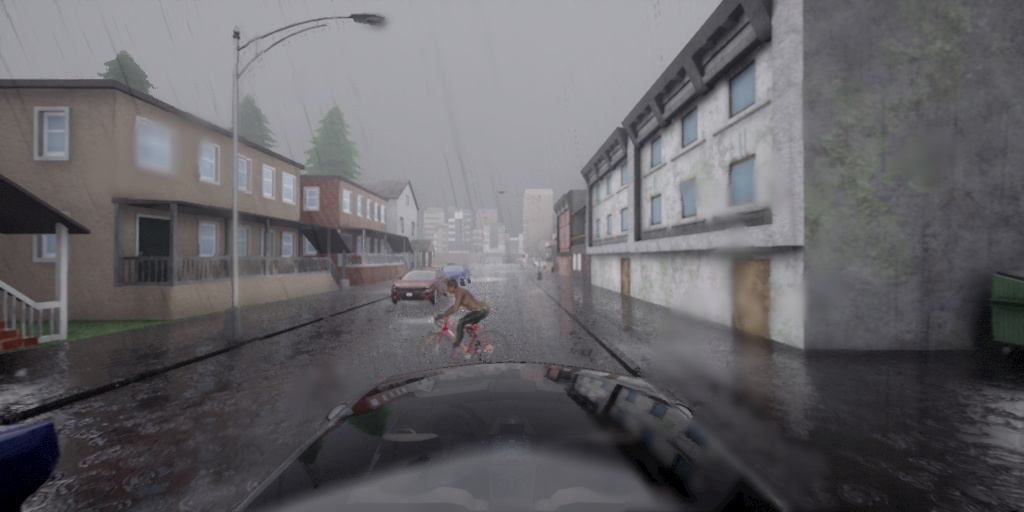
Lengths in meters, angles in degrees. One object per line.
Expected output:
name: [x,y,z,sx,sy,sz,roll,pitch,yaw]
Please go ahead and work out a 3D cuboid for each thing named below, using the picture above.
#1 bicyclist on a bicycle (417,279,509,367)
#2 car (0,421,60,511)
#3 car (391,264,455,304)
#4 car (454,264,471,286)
bicyclist on a bicycle: [-0.891,1.228,6.416,1.656,1.620,0.582,-2,0,-1]
car: [-4.078,1.342,0.209,1.895,1.301,4.718,0,0,-1]
car: [-4.185,1.322,17.078,1.882,1.535,5.008,0,-1,0]
car: [-4.298,1.385,27.395,1.882,1.535,5.008,0,0,0]
